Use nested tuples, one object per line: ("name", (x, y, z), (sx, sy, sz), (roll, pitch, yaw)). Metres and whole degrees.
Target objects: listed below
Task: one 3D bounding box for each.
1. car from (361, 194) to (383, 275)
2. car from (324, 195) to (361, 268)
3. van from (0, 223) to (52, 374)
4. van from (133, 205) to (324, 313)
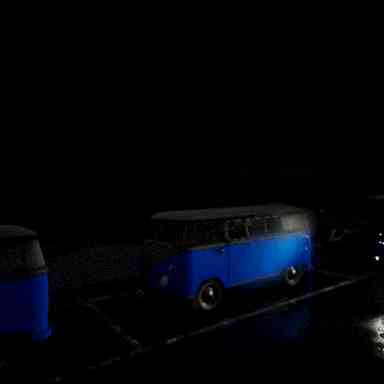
("car", (6.679, 0.945, 8.046), (5.566, 2.045, 2.150), (-2, 1, -35))
("car", (5.368, 1.032, 10.276), (5.009, 1.841, 2.192), (-2, 0, -35))
("van", (-3.775, 1.366, 3.865), (3.998, 1.788, 1.690), (-2, 0, -35))
("van", (0.797, 1.212, 7.070), (3.998, 1.788, 1.690), (-2, 0, -35))
